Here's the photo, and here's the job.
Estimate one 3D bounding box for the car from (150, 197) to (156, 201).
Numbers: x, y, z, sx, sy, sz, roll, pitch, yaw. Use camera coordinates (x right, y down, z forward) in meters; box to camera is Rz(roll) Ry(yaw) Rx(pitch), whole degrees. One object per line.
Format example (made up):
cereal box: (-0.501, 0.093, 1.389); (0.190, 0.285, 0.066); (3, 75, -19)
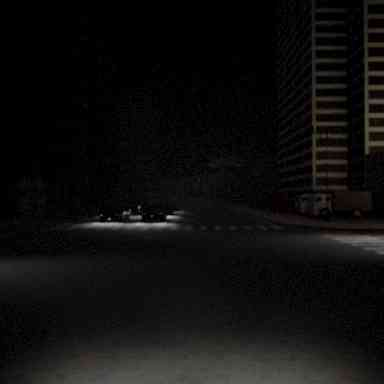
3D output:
car: (-6.587, 1.737, 50.133); (2.150, 2.045, 5.566); (0, -1, 1)

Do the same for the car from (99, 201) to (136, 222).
car: (-6.806, 1.865, 30.152); (2.033, 1.411, 5.357); (0, -1, 1)

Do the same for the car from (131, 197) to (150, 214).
car: (-6.719, 1.763, 39.586); (2.097, 1.767, 4.553); (0, -1, 1)

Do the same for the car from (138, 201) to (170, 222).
car: (-3.306, 1.810, 29.808); (1.837, 1.490, 4.892); (0, -1, 1)

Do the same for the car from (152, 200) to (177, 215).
car: (-3.227, 1.958, 38.721); (1.994, 1.385, 4.181); (0, -1, 1)
